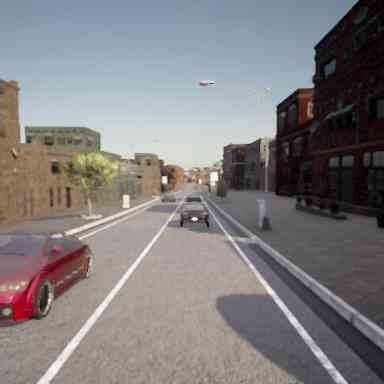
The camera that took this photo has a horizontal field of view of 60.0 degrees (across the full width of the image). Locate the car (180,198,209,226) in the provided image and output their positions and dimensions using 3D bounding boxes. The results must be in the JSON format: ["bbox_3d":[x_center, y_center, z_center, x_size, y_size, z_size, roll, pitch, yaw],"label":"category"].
[{"bbox_3d":[0.163,1.382,21.765,1.812,1.442,4.674,0,1,0],"label":"car"}]

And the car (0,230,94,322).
[{"bbox_3d":[-3.582,1.541,7.151,1.994,1.385,4.181,0,0,0],"label":"car"}]

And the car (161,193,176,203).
[{"bbox_3d":[-3.420,0.912,49.344,1.994,1.385,4.181,0,1,0],"label":"car"}]

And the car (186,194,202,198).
[{"bbox_3d":[0.224,0.988,41.821,1.882,1.535,5.008,0,1,0],"label":"car"}]
